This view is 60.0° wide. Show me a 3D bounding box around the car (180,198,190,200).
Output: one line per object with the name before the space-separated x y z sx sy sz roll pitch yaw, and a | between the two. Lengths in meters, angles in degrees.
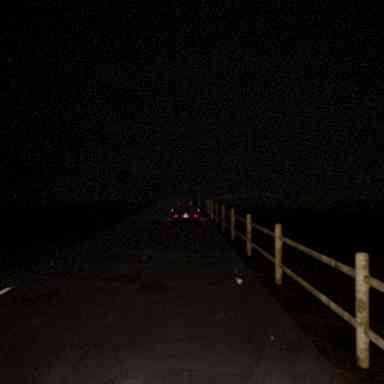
car | -0.915 1.439 41.758 1.994 1.385 4.181 0 0 -1

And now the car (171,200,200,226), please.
car | -0.445 1.512 22.819 2.033 1.411 5.357 0 0 -1
